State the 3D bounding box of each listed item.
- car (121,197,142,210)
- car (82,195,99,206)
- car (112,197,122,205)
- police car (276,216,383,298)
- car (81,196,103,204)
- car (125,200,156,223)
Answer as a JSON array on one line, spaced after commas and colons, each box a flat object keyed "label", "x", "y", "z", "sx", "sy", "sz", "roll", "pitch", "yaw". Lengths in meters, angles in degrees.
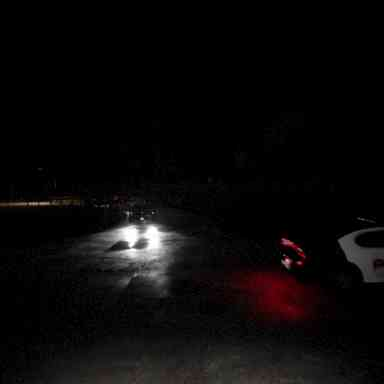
[{"label": "car", "x": -6.516, "y": 1.405, "z": 38.196, "sx": 1.812, "sy": 1.442, "sz": 4.674, "roll": -1, "pitch": 0, "yaw": -21}, {"label": "car", "x": -16.144, "y": 1.304, "z": 55.289, "sx": 2.097, "sy": 1.767, "sz": 4.553, "roll": -1, "pitch": 1, "yaw": -41}, {"label": "car", "x": -11.881, "y": 1.479, "z": 54.403, "sx": 1.895, "sy": 1.301, "sz": 4.718, "roll": -1, "pitch": 0, "yaw": -38}, {"label": "police car", "x": 4.642, "y": 1.409, "z": 7.854, "sx": 4.974, "sy": 1.542, "sz": 2.038, "roll": -2, "pitch": 2, "yaw": -1}, {"label": "car", "x": -18.632, "y": 1.523, "z": 61.806, "sx": 4.181, "sy": 1.385, "sz": 1.994, "roll": -1, "pitch": 1, "yaw": 41}, {"label": "car", "x": -3.627, "y": 1.512, "z": 24.888, "sx": 1.895, "sy": 1.301, "sz": 4.718, "roll": 0, "pitch": 0, "yaw": -6}]
